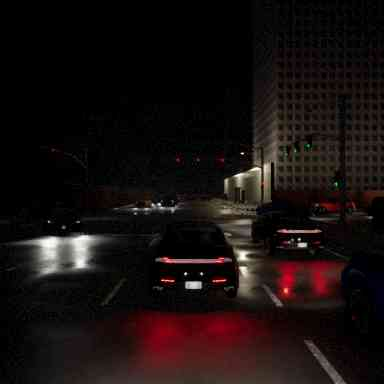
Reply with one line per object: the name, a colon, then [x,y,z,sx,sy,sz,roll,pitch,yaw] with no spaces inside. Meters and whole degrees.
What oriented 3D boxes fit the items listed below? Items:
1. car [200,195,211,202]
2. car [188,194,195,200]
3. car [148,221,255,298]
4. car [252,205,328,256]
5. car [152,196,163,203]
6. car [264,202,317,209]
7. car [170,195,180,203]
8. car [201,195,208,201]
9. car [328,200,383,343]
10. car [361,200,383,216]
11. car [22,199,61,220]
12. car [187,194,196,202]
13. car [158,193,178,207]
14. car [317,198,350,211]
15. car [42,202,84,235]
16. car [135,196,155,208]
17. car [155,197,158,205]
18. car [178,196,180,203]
car: [3.385,1.524,78.828,1.812,1.442,4.674,0,0,0]
car: [-0.130,1.328,89.033,1.837,1.490,4.892,0,0,0]
car: [0.044,1.492,8.510,2.128,1.511,4.902,0,0,0]
car: [3.562,1.492,13.128,2.128,1.511,4.902,0,0,0]
car: [-7.101,1.601,68.767,1.895,1.301,4.718,0,0,0]
car: [7.808,1.570,28.543,4.674,1.442,1.812,0,0,0]
car: [-3.604,1.478,71.135,1.882,1.535,5.008,0,0,0]
car: [3.370,1.500,89.134,1.837,1.490,4.892,0,0,0]
car: [3.595,1.221,3.283,2.150,2.045,5.566,0,0,0]
car: [19.366,1.533,32.284,5.008,1.535,1.882,0,0,0]
car: [-11.938,1.387,28.471,4.553,1.767,2.097,0,0,0]
car: [-0.115,1.347,78.781,2.097,1.767,4.553,0,0,0]
car: [-3.661,1.352,51.398,2.097,1.767,4.553,0,0,0]
car: [14.981,1.407,35.769,4.553,1.767,2.097,0,0,0]
car: [-7.332,1.534,19.105,1.812,1.442,4.674,2,-1,-21]
car: [-7.163,1.478,49.282,1.882,1.535,5.008,0,0,0]
car: [-7.166,1.478,58.604,1.882,1.535,5.008,0,0,0]
car: [-3.651,1.221,60.987,2.150,2.045,5.566,0,0,0]
